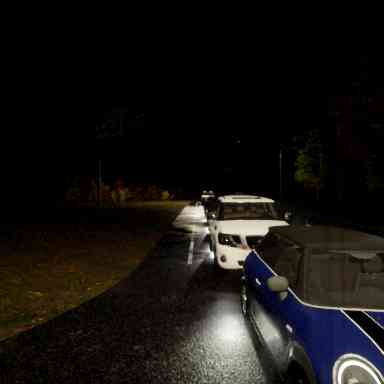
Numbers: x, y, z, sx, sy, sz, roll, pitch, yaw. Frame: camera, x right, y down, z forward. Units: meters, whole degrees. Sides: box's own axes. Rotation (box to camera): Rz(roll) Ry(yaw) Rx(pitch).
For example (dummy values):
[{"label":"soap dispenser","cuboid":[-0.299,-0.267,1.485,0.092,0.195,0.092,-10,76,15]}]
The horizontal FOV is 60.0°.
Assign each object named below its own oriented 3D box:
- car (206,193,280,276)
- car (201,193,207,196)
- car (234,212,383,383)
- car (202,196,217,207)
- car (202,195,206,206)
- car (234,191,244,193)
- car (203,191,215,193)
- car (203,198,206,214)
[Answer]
[{"label":"car","cuboid":[1.699,1.160,10.514,2.150,2.045,5.566,0,0,1]},{"label":"car","cuboid":[2.309,1.275,41.612,2.128,1.511,4.902,0,0,1]},{"label":"car","cuboid":[1.937,1.338,4.168,2.097,1.767,4.553,0,0,0]},{"label":"car","cuboid":[2.469,1.314,48.022,1.994,1.385,4.181,0,0,2]},{"label":"car","cuboid":[2.055,1.322,29.357,1.882,1.535,5.008,0,0,1]},{"label":"car","cuboid":[9.851,0.857,70.145,2.150,2.045,5.566,0,0,1]},{"label":"car","cuboid":[2.630,0.939,54.456,2.150,2.045,5.566,0,0,2]},{"label":"car","cuboid":[1.934,1.380,23.102,1.837,1.490,4.892,0,0,1]}]
